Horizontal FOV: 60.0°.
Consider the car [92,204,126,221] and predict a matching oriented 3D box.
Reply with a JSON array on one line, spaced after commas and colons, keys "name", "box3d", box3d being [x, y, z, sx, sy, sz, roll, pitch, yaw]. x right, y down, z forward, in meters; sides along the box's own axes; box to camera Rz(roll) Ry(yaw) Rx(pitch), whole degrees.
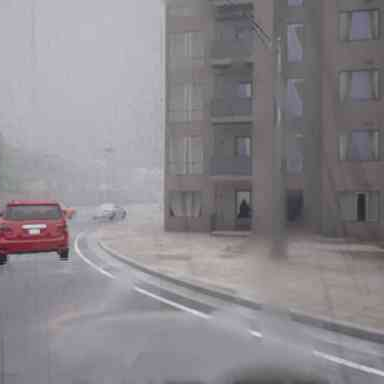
[{"name": "car", "box3d": [-7.452, 1.776, 30.085, 1.812, 1.442, 4.674, 0, -1, 8]}]

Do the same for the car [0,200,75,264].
[{"name": "car", "box3d": [-5.928, 1.311, 12.528, 2.150, 2.045, 5.566, 0, 0, -25]}]
